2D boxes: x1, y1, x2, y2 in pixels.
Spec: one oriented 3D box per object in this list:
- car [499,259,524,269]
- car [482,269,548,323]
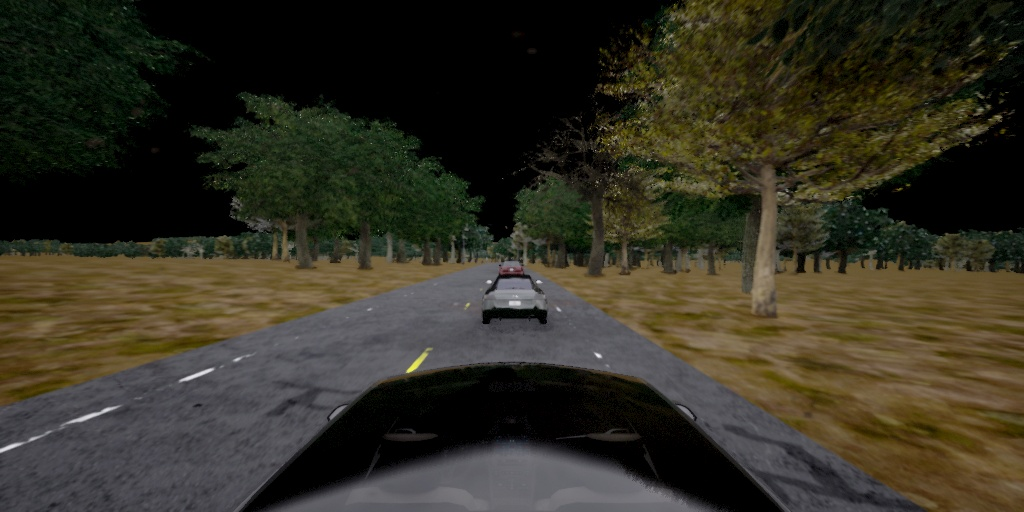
[{"bbox_3d":[-0.049,1.092,30.183,2.097,1.767,4.553,0,0,-1],"label":"car"},{"bbox_3d":[0.074,1.296,12.062,1.994,1.385,4.181,0,0,0],"label":"car"}]
